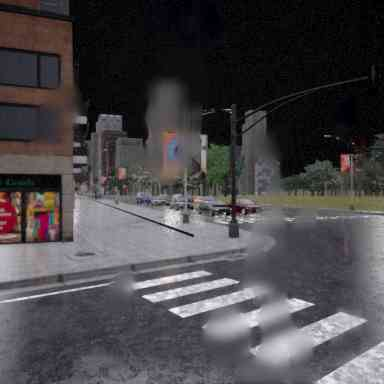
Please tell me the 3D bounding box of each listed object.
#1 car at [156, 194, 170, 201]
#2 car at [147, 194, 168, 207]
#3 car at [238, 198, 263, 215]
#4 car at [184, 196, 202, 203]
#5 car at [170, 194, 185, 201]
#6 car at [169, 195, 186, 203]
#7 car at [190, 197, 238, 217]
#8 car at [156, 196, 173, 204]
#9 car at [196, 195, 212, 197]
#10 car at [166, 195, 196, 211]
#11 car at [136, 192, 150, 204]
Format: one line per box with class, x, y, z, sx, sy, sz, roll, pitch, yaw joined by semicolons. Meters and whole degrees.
car;-6.315;1.187;72.218;1.837;1.490;4.892;0;0;-20
car;-4.763;1.421;49.060;1.994;1.385;4.181;0;0;-21
car;4.977;1.366;32.207;1.882;1.535;5.008;0;0;-21
car;0.186;1.392;64.035;1.895;1.301;4.718;0;0;-20
car;-3.268;1.151;73.348;1.882;1.535;5.008;0;0;-20
car;-2.851;1.330;62.878;1.812;1.442;4.674;0;0;-20
car;1.905;1.449;31.066;2.033;1.411;5.357;0;0;-20
car;-4.959;1.387;59.017;1.994;1.385;4.181;0;0;-20
car;1.803;1.219;40.689;2.097;1.767;4.553;0;0;-20
car;-1.300;1.444;39.703;1.994;1.385;4.181;0;0;-20
car;-8.422;1.055;59.044;2.150;2.045;5.566;0;0;-20
